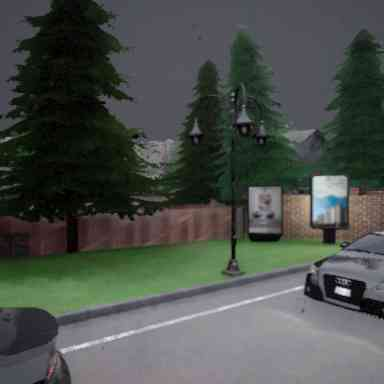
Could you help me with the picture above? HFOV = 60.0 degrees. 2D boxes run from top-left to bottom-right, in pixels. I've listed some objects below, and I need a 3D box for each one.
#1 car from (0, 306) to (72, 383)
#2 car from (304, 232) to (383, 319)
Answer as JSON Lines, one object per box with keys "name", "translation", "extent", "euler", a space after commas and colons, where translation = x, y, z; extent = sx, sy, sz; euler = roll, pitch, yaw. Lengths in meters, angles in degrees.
{"name": "car", "translation": [-3.207, 1.505, 1.700], "extent": [4.892, 1.490, 1.837], "euler": [0, 0, -35]}
{"name": "car", "translation": [4.286, 1.581, 7.064], "extent": [4.181, 1.385, 1.994], "euler": [0, 0, -36]}
